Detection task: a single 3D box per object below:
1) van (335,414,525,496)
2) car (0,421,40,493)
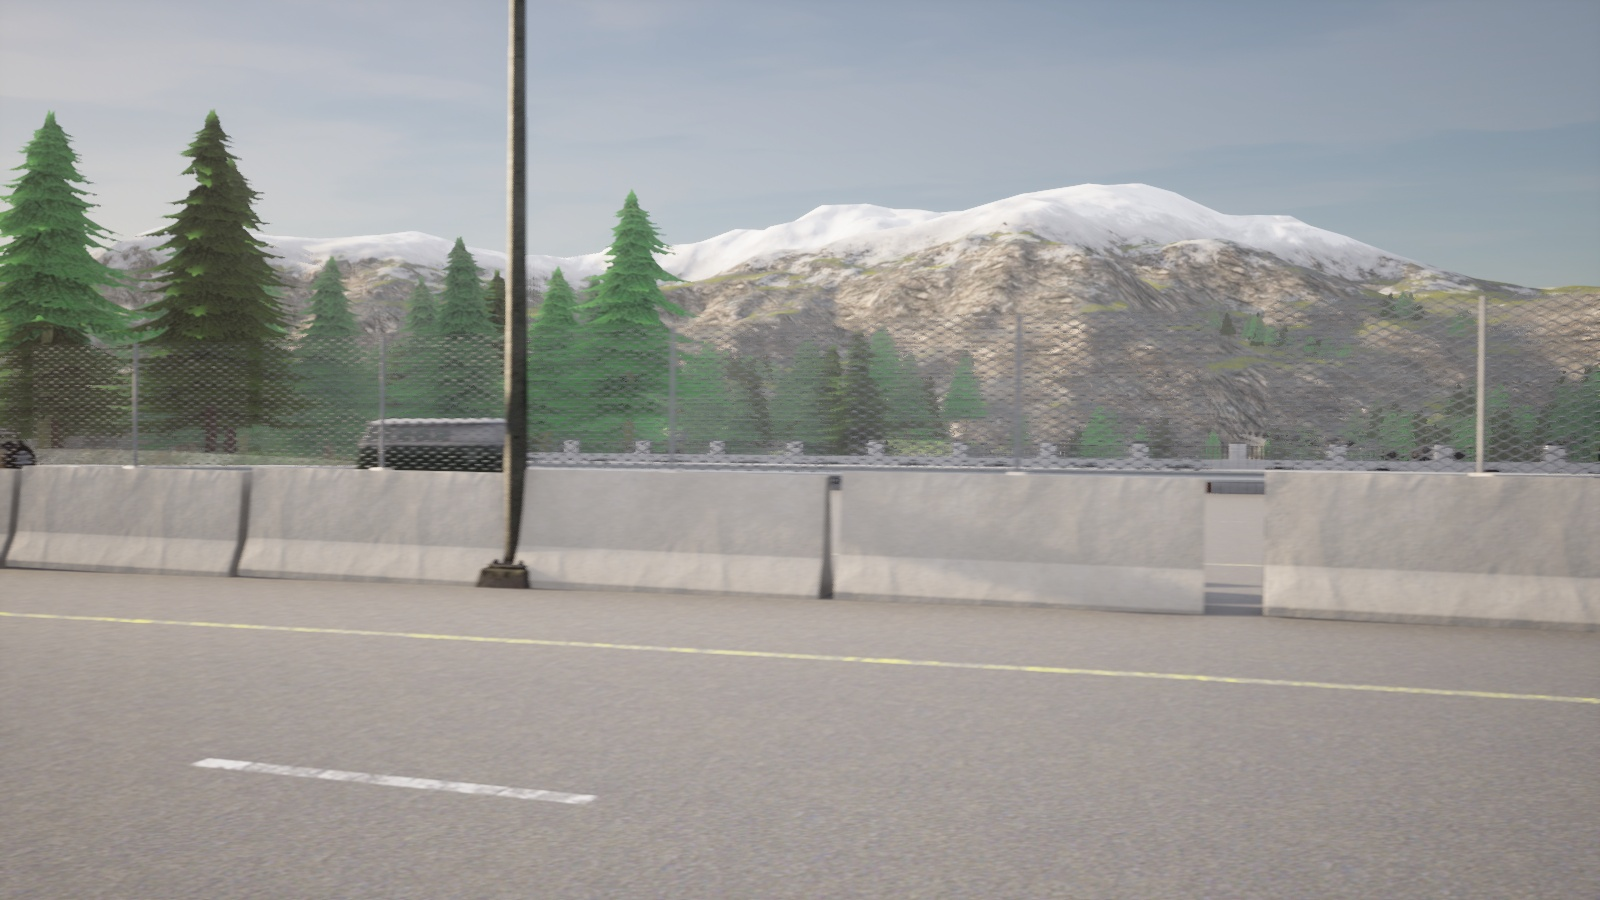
[{"bbox_3d":[-9.479,0.104,32.227,4.442,1.987,1.775,0,1,19],"label":"van"},{"bbox_3d":[-22.556,0.169,32.928,4.605,1.855,1.932,0,1,18],"label":"car"}]
